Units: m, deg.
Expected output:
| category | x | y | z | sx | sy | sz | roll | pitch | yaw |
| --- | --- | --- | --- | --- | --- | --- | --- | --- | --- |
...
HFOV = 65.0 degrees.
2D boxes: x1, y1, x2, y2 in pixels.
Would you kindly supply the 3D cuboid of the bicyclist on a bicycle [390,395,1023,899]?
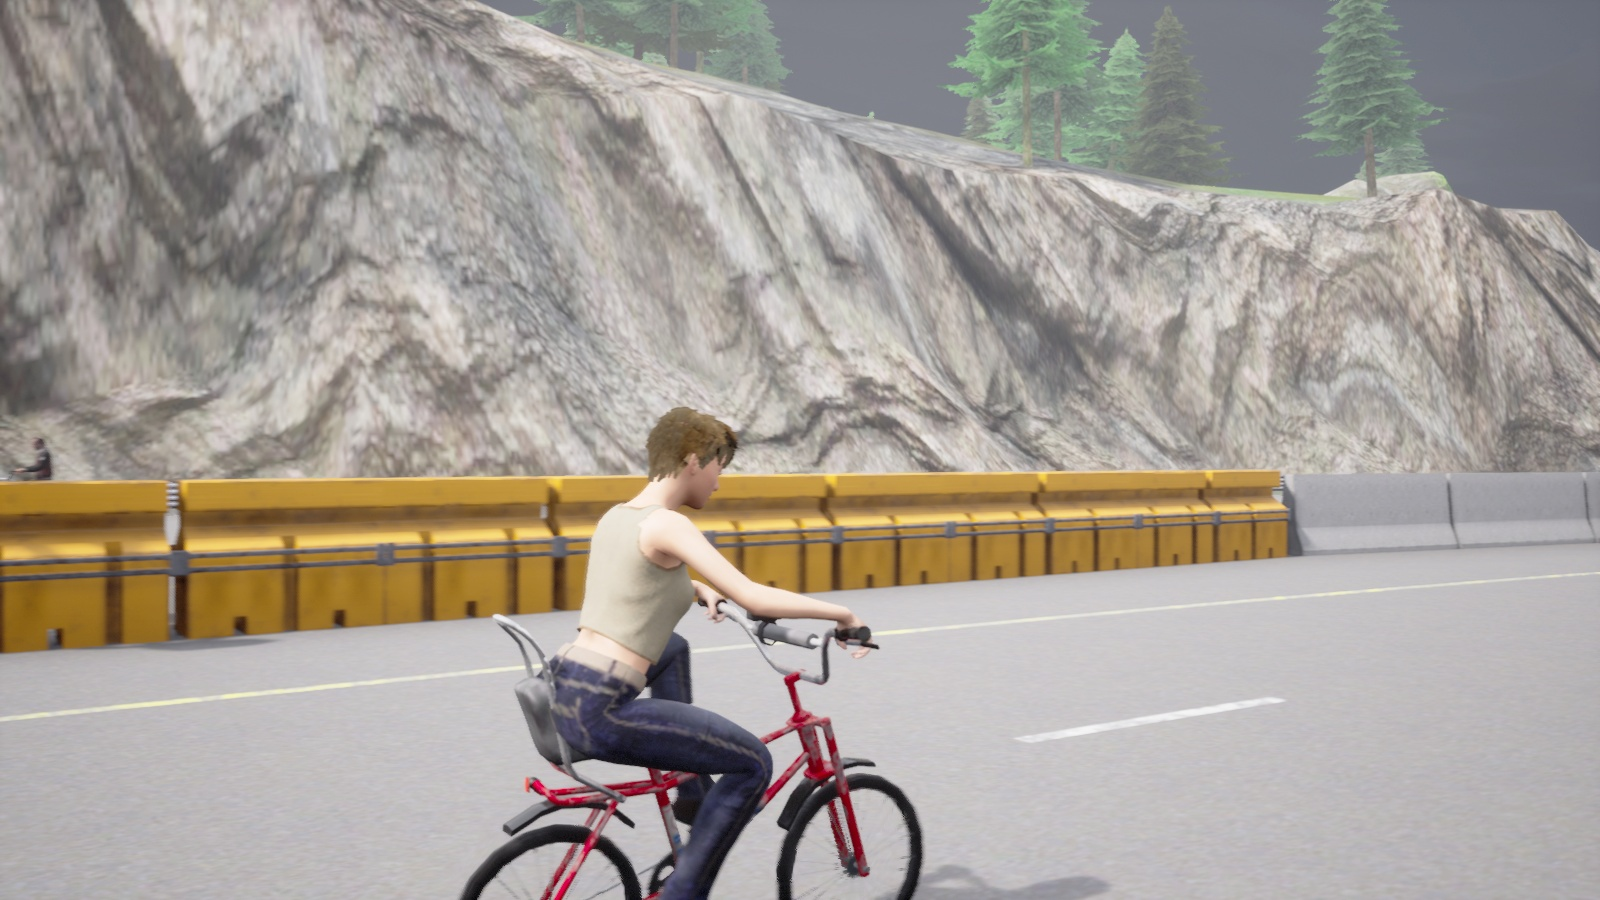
| category | x | y | z | sx | sy | sz | roll | pitch | yaw |
| --- | --- | --- | --- | --- | --- | --- | --- | --- | --- |
| bicyclist on a bicycle | -0.245 | 0.690 | 3.466 | 1.509 | 1.612 | 0.866 | 0 | 0 | -34 |
